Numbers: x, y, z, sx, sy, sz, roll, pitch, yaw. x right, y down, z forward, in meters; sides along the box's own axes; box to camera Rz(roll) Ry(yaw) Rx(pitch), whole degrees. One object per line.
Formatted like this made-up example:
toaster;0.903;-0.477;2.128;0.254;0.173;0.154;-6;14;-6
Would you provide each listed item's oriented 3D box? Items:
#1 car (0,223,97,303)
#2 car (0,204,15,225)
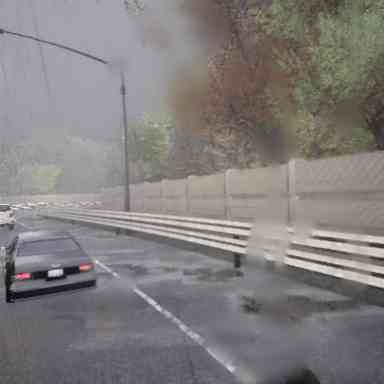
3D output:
car;-3.973;1.743;8.935;2.033;1.411;5.357;-2;0;-29
car;-15.802;1.968;26.521;2.150;2.045;5.566;-2;0;-39
